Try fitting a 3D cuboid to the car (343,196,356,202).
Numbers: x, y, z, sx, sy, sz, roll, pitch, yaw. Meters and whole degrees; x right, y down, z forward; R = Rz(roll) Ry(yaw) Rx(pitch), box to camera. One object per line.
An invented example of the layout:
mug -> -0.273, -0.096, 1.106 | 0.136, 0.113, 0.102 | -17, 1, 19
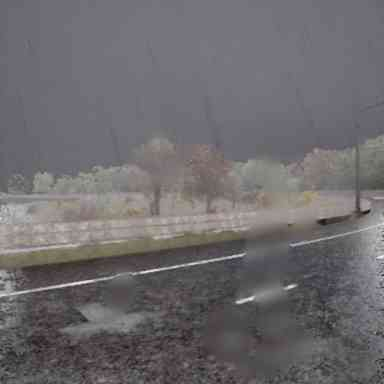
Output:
car -> 39.978, 1.687, 83.918 | 2.097, 1.767, 4.553 | 0, 0, 2
